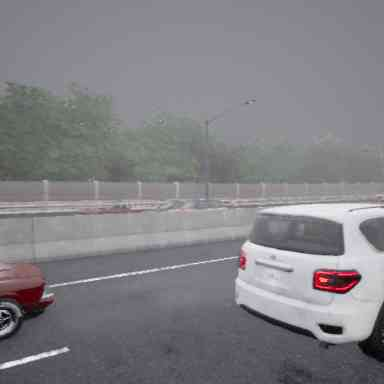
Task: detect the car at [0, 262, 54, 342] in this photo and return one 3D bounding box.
[{"bbox_3d":[-4.612,1.599,4.781,4.718,1.301,1.895,0,0,-35],"label":"car"}]

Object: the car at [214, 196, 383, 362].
[{"bbox_3d":[3.297,1.220,6.101,5.566,2.045,2.150,0,0,-35],"label":"car"}]

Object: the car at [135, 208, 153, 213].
[{"bbox_3d":[-1.320,1.422,24.424,5.008,1.535,1.882,0,0,-35],"label":"car"}]

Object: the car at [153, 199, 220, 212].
[{"bbox_3d":[0.204,1.302,21.217,4.553,1.767,2.097,0,0,-35],"label":"car"}]

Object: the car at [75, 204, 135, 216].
[{"bbox_3d":[-6.308,1.565,25.216,4.718,1.301,1.895,0,0,-35],"label":"car"}]

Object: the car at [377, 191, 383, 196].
[{"bbox_3d":[29.161,0.766,49.053,5.566,2.045,2.150,-2,1,-32],"label":"car"}]
